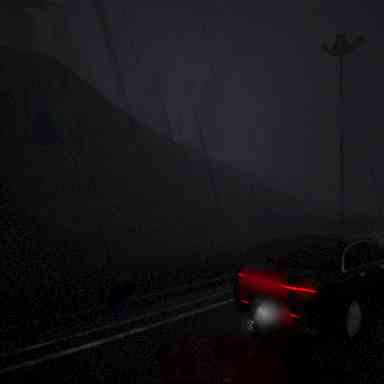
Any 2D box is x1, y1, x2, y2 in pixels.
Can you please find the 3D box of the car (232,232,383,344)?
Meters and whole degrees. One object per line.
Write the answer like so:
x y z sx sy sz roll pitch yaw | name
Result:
2.827 1.566 6.641 4.892 1.490 1.837 1 0 -44 | car
